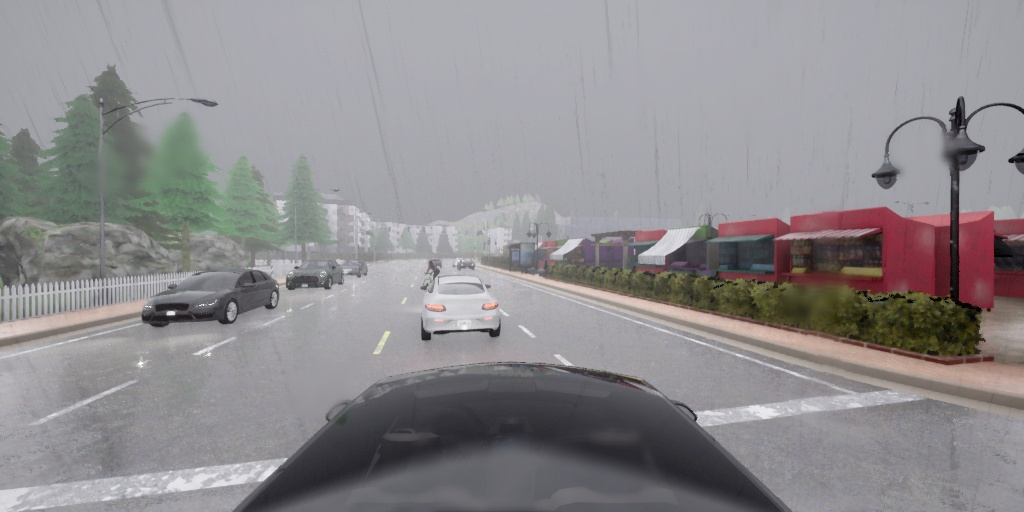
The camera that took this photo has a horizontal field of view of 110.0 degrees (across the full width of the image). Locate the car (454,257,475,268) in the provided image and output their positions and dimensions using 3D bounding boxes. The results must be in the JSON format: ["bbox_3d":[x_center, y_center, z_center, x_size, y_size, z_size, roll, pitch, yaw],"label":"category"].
[{"bbox_3d":[-5.677,1.047,43.744,1.895,1.301,4.718,0,0,-13],"label":"car"}]

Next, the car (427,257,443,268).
[{"bbox_3d":[-10.919,0.897,50.798,1.837,1.490,4.892,0,0,-13],"label":"car"}]

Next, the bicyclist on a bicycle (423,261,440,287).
[{"bbox_3d":[-4.333,1.078,19.607,0.582,1.620,1.656,0,1,25],"label":"bicyclist on a bicycle"}]

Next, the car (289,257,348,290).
[{"bbox_3d":[-11.417,0.965,21.062,2.097,1.767,4.553,0,0,-13],"label":"car"}]

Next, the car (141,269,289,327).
[{"bbox_3d":[-9.201,1.190,11.465,1.837,1.490,4.892,0,0,-13],"label":"car"}]

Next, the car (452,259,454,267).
[{"bbox_3d":[-7.706,0.905,52.624,1.812,1.442,4.674,0,0,-13],"label":"car"}]

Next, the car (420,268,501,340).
[{"bbox_3d":[-1.487,1.225,9.761,1.812,1.442,4.674,0,0,-12],"label":"car"}]

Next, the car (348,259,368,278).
[{"bbox_3d":[-13.627,1.033,30.681,2.128,1.511,4.902,0,0,-13],"label":"car"}]
